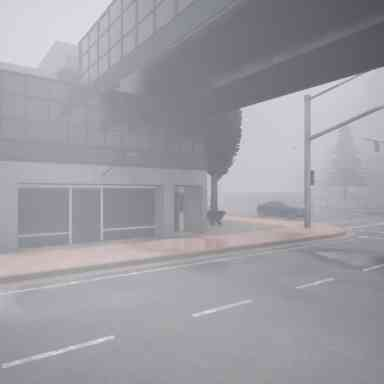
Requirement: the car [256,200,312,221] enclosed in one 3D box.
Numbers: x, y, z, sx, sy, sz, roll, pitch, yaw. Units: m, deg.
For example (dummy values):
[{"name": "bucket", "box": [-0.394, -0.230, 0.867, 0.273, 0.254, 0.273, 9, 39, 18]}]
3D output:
[{"name": "car", "box": [7.645, 1.478, 27.934, 1.882, 1.535, 5.008, 0, 0, -35]}]
